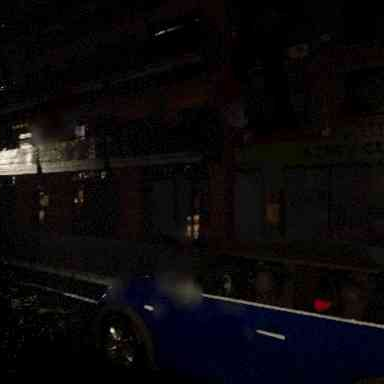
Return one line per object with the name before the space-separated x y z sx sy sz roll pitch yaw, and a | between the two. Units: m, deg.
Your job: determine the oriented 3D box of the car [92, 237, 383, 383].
car | 0.834 1.362 4.160 4.553 1.767 2.097 -1 0 35
